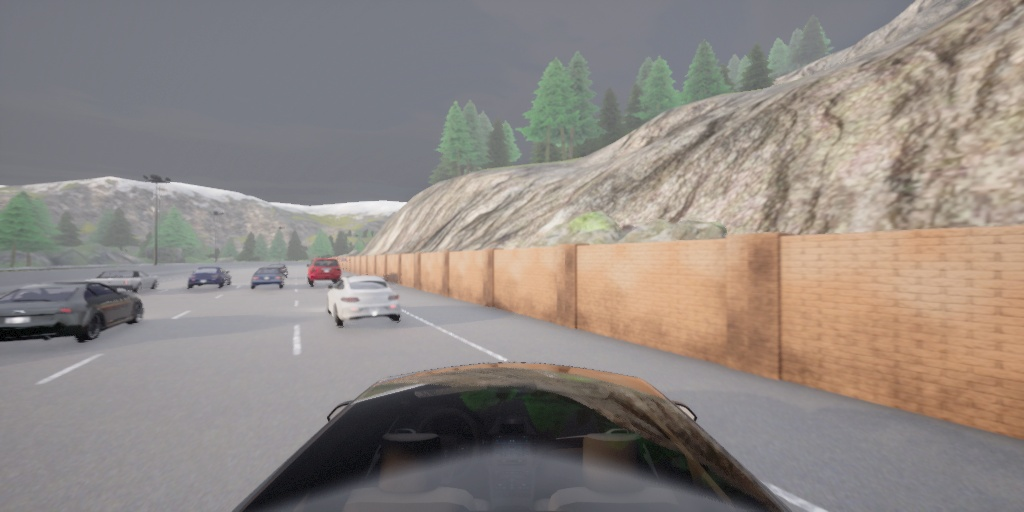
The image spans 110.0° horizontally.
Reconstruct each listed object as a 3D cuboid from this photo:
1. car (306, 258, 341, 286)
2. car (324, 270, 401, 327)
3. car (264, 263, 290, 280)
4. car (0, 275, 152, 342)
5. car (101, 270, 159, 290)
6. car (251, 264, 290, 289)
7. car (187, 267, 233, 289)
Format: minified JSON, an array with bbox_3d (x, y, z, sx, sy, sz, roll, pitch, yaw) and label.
[{"bbox_3d":[-14.755,1.204,28.165,2.150,2.045,5.566,0,-1,-31],"label":"car"},{"bbox_3d":[-5.031,1.368,12.004,1.812,1.442,4.674,0,-1,-31],"label":"car"},{"bbox_3d":[-24.239,1.543,37.130,2.128,1.511,4.902,0,-1,-31],"label":"car"},{"bbox_3d":[-11.652,1.367,9.428,1.994,1.385,4.181,0,-1,-31],"label":"car"},{"bbox_3d":[-22.864,1.498,21.272,1.895,1.301,4.718,0,-1,-31],"label":"car"},{"bbox_3d":[-17.090,1.496,25.251,2.033,1.411,5.357,0,-1,-31],"label":"car"},{"bbox_3d":[-21.056,1.464,25.057,1.812,1.442,4.674,0,-1,-31],"label":"car"}]
